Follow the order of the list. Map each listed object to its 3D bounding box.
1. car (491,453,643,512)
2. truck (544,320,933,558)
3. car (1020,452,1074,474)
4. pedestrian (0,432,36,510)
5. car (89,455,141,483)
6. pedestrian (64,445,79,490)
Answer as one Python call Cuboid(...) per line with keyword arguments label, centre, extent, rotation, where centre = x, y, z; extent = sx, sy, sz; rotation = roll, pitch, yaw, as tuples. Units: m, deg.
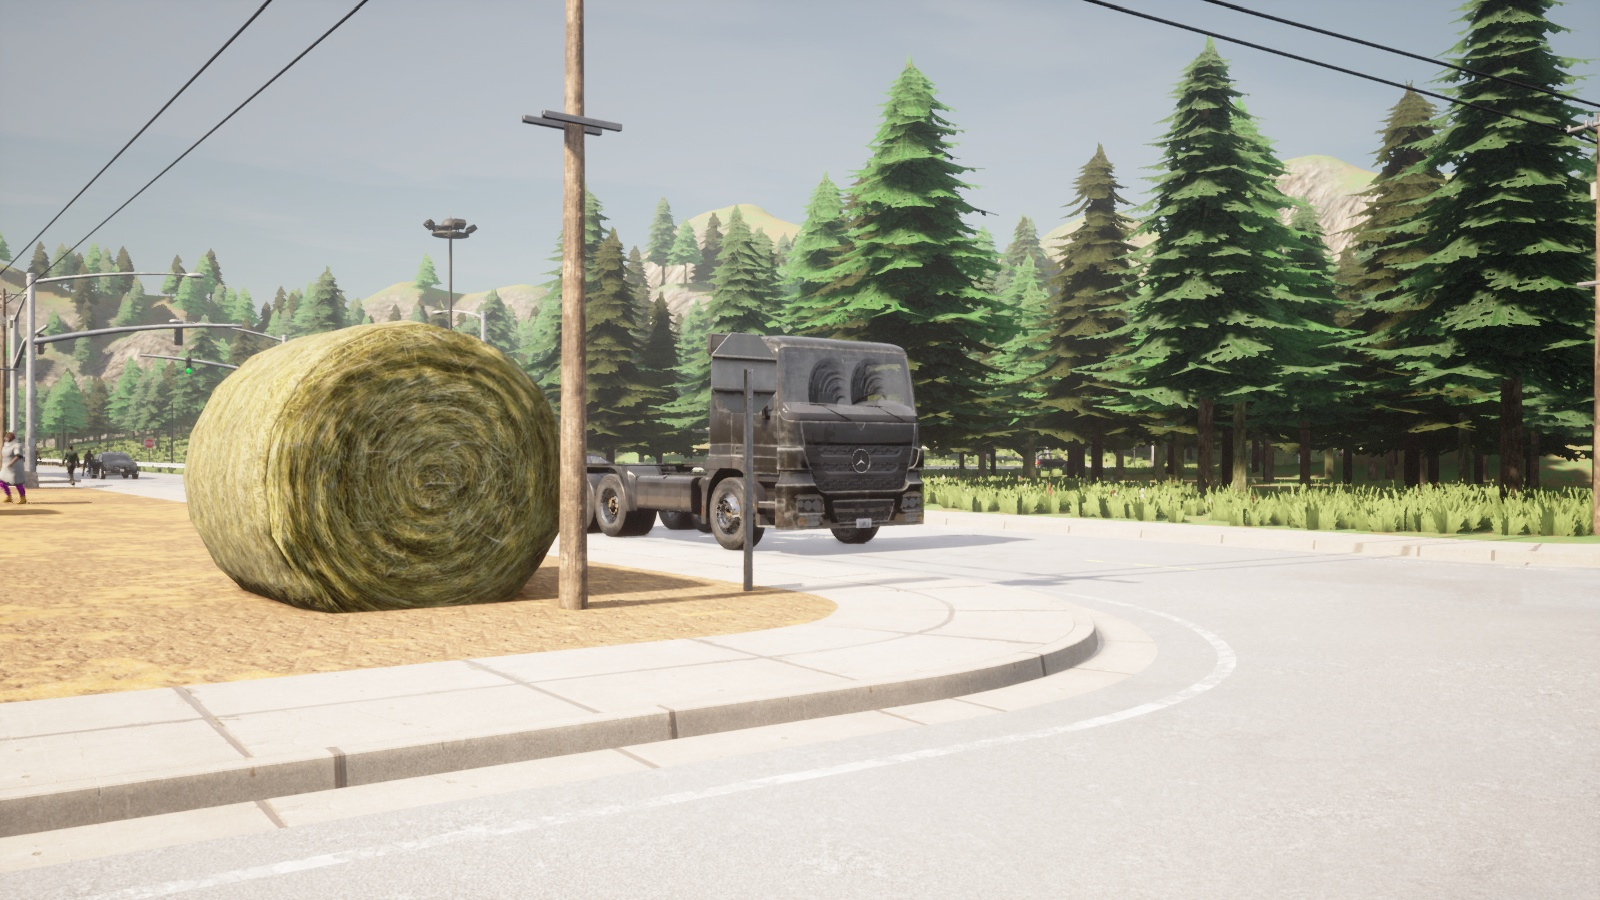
Cuboid(label="car", centre=(-6.497, 0.834, 34.611), extent=(2.128, 1.511, 4.902), rotation=(0, 0, -38))
Cuboid(label="truck", centre=(-1.446, -0.144, 22.325), extent=(2.891, 3.462, 7.936), rotation=(0, 0, -38))
Cuboid(label="car", centre=(17.822, 0.916, 90.697), extent=(3.705, 1.549, 1.789), rotation=(0, 0, -36))
Cuboid(label="pedestrian", centre=(-20.002, 0.525, 31.808), extent=(0.659, 1.952, 0.873), rotation=(0, 0, 24))
Cuboid(label="car", centre=(-38.275, 1.037, 70.097), extent=(1.837, 1.490, 4.892), rotation=(0, 0, -38))
Cuboid(label="pedestrian", centre=(-31.697, 0.756, 54.649), extent=(0.423, 1.949, 0.788), rotation=(0, 0, -41))
